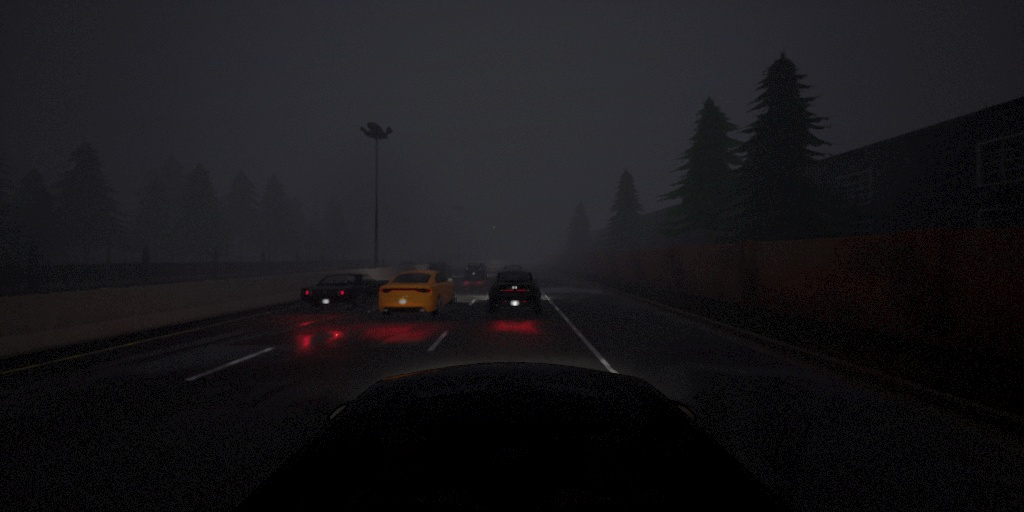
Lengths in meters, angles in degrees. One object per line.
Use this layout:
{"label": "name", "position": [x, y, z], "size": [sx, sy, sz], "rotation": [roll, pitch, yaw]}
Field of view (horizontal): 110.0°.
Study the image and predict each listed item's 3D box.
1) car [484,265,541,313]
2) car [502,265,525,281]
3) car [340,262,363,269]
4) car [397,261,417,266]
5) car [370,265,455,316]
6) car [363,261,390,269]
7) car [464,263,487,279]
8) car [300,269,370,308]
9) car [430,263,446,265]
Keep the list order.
{"label": "car", "position": [0.097, 1.302, 14.215], "size": [1.837, 1.490, 4.892], "rotation": [0, 0, 0]}
{"label": "car", "position": [0.099, 1.463, 31.984], "size": [1.895, 1.301, 4.718], "rotation": [0, 0, 0]}
{"label": "car", "position": [-21.063, 1.480, 47.585], "size": [1.994, 1.385, 4.181], "rotation": [0, 0, 0]}
{"label": "car", "position": [-14.067, 1.411, 48.011], "size": [2.128, 1.511, 4.902], "rotation": [0, 0, 0]}
{"label": "car", "position": [-3.401, 1.271, 13.641], "size": [1.882, 1.535, 5.008], "rotation": [0, 0, 0]}
{"label": "car", "position": [-17.565, 1.441, 47.519], "size": [1.812, 1.442, 4.674], "rotation": [0, 0, 0]}
{"label": "car", "position": [-3.401, 1.362, 34.282], "size": [2.128, 1.511, 4.902], "rotation": [0, 0, 0]}
{"label": "car", "position": [-6.901, 1.401, 15.510], "size": [1.895, 1.301, 4.718], "rotation": [0, 0, 0]}
{"label": "car", "position": [-6.900, 1.375, 34.074], "size": [1.837, 1.490, 4.892], "rotation": [0, 0, 0]}
